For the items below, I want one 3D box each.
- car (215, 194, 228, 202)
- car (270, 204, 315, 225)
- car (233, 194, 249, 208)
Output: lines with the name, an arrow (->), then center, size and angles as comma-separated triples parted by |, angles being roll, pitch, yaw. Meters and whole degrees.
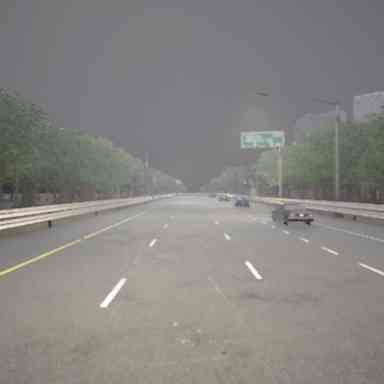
car -> 7.266, 1.303, 77.492 | 2.097, 1.767, 4.553 | 0, 0, 0
car -> 7.039, 1.546, 23.837 | 2.033, 1.411, 5.357 | 0, 0, 0
car -> 7.138, 1.470, 48.539 | 1.882, 1.535, 5.008 | 0, 0, 0
